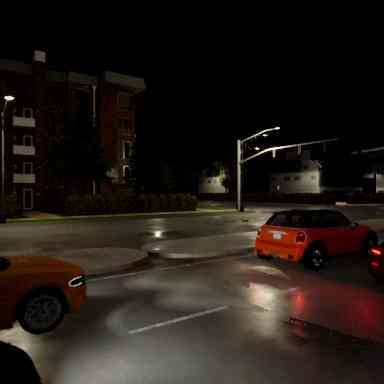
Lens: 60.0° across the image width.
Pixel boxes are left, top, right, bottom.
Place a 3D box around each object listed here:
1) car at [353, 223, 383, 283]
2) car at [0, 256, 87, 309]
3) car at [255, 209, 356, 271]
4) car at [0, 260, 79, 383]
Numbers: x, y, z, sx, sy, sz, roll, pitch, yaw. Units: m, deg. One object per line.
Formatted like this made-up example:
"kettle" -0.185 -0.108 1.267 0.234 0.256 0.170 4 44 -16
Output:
"car" 6.275 1.526 8.340 4.674 1.442 1.812 0 0 -34
"car" -4.192 1.478 5.058 5.008 1.535 1.882 0 0 -35
"car" 4.290 1.352 11.216 4.553 1.767 2.097 0 0 -35
"car" -3.247 1.505 1.435 4.892 1.490 1.837 0 0 -35
